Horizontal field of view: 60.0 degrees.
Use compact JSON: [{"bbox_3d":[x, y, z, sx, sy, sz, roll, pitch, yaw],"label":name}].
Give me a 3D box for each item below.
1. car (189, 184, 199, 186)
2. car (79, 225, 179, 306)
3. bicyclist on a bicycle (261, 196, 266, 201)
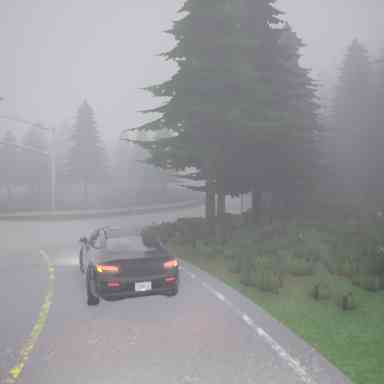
[{"bbox_3d":[0.576,-1.750,69.734,1.994,1.385,4.181,0,5,-5],"label":"car"},{"bbox_3d":[-1.683,1.525,8.115,1.812,1.442,4.674,0,0,-21],"label":"car"},{"bbox_3d":[6.311,0.892,30.393,1.656,1.620,0.582,-13,-4,35],"label":"bicyclist on a bicycle"}]
